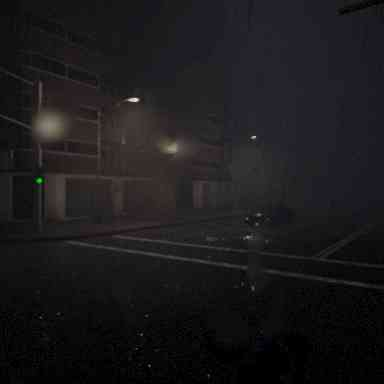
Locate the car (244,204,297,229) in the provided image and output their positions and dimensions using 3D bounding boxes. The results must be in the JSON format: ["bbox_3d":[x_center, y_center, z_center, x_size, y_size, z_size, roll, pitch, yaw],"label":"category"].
[{"bbox_3d":[5.392,1.534,22.131,2.033,1.411,5.357,0,0,35],"label":"car"}]
